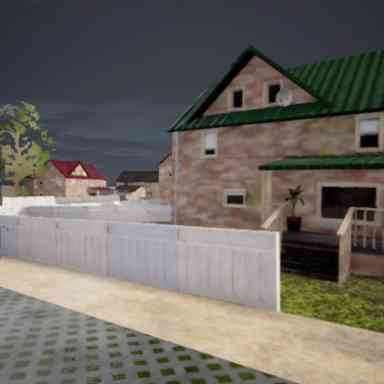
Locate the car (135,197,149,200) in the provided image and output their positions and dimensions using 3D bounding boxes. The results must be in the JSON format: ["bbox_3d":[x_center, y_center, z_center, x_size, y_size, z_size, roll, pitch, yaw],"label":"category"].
[{"bbox_3d":[-9.345,1.639,63.078,2.033,1.411,5.357,2,1,19],"label":"car"}]
